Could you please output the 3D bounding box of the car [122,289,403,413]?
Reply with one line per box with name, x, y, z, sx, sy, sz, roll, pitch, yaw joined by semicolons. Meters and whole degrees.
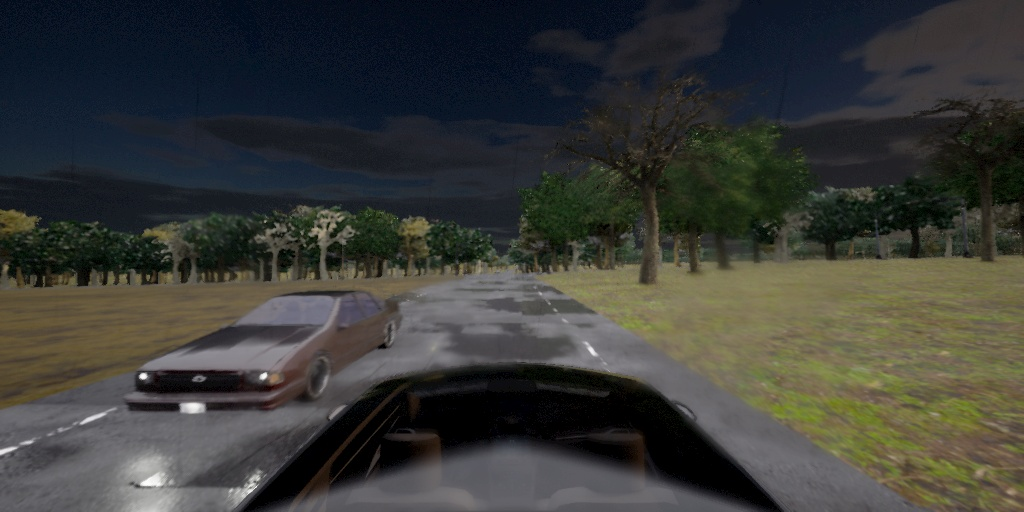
car;-3.604;1.356;6.705;2.033;1.411;5.357;0;-1;0
